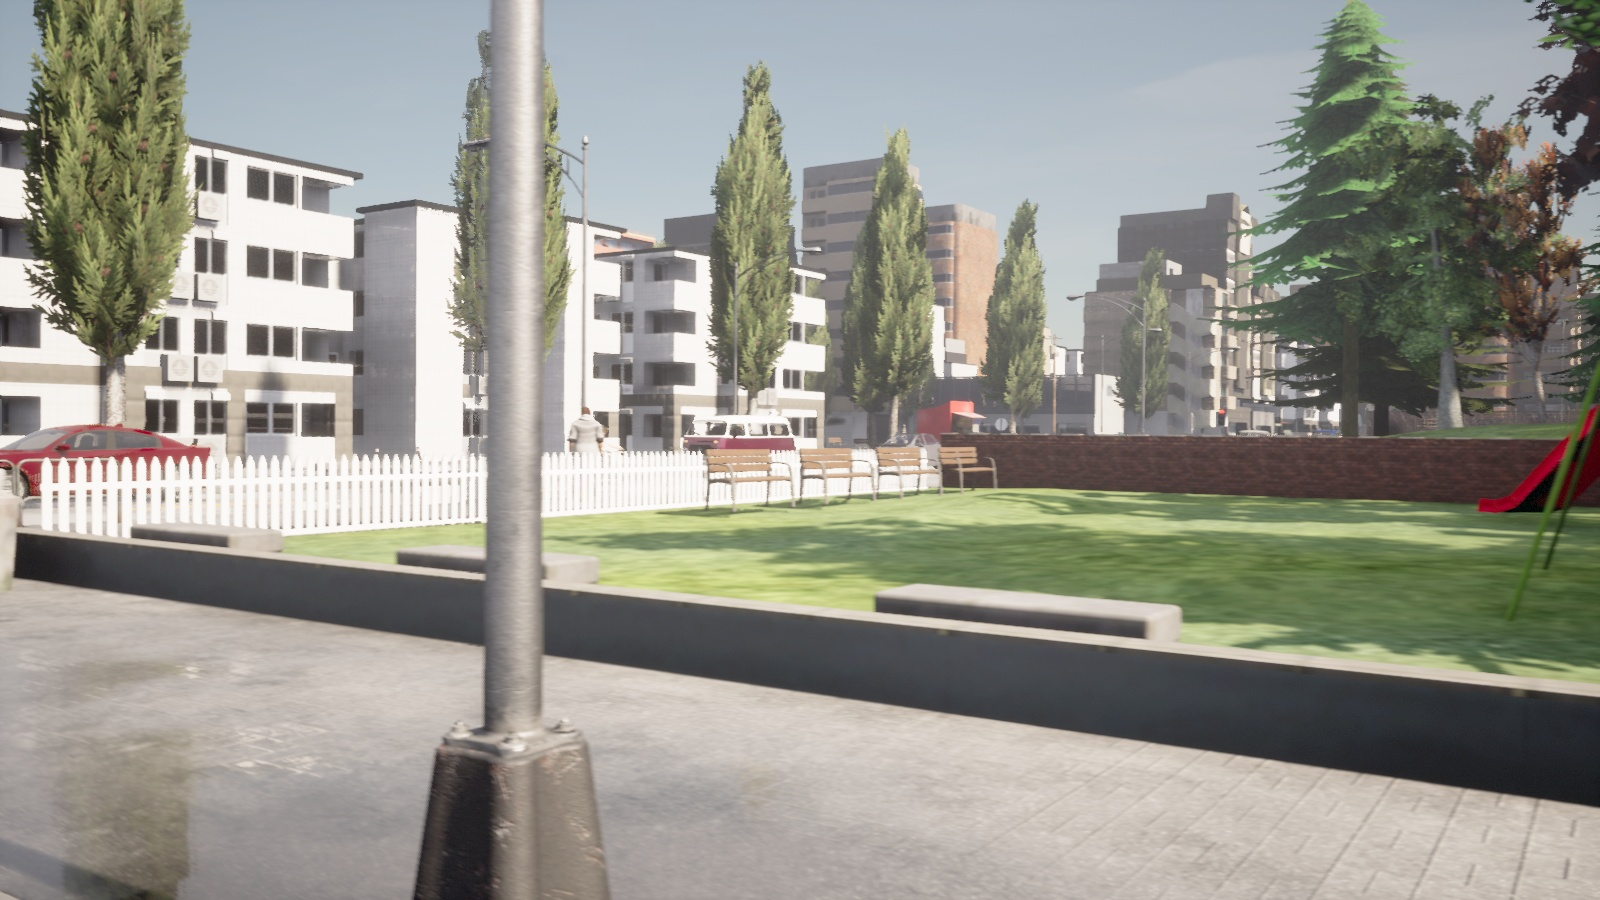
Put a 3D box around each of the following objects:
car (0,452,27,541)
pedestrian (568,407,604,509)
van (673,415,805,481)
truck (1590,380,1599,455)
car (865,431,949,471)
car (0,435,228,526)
[{"bbox_3d":[-13.181,0.722,16.812,1.895,1.301,4.718,0,1,18],"label":"car"},{"bbox_3d":[-4.184,0.143,24.610,0.659,1.952,0.873,-1,1,-9],"label":"pedestrian"},{"bbox_3d":[-1.935,-0.090,41.233,2.069,2.038,4.480,0,1,34],"label":"van"},{"bbox_3d":[44.934,-1.705,63.415,8.468,3.827,2.891,0,1,34],"label":"truck"},{"bbox_3d":[4.349,0.015,50.651,1.845,1.501,3.633,0,1,34],"label":"car"},{"bbox_3d":[-13.662,0.510,23.649,1.882,1.535,5.008,0,1,34],"label":"car"}]
